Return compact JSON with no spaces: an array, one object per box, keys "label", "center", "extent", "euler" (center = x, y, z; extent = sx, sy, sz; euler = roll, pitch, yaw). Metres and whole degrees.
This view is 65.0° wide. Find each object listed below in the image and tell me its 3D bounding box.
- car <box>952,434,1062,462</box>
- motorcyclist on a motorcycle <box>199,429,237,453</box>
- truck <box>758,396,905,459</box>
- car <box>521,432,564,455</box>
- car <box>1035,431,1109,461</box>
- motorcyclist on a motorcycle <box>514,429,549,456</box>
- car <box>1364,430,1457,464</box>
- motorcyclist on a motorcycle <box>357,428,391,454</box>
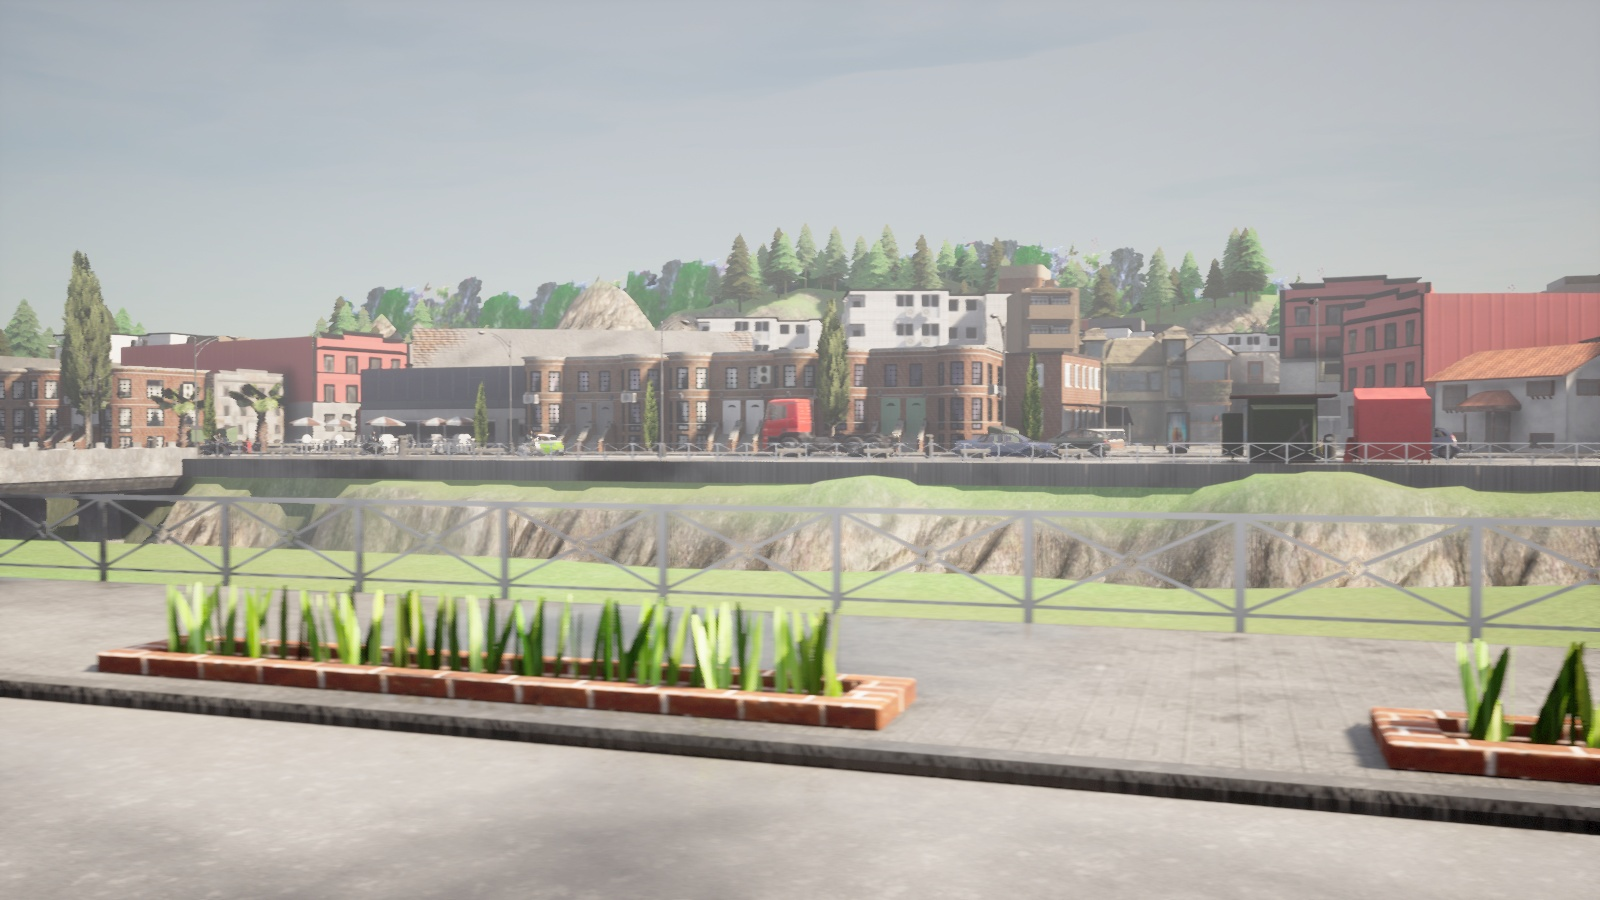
[{"label":"car","center":[10.748,-0.130,65.196],"extent":[5.357,1.411,2.033],"euler":[1,1,19]},{"label":"motorcyclist on a motorcycle","center":[-37.769,-0.586,81.495],"extent":[2.191,1.530,0.866],"euler":[1,1,19]},{"label":"truck","center":[1.831,-1.308,72.396],"extent":[7.936,3.462,2.891],"euler":[1,1,19]},{"label":"car","center":[-16.074,-0.435,78.426],"extent":[2.207,1.376,1.481],"euler":[1,1,19]},{"label":"car","center":[14.751,-0.229,68.068],"extent":[3.705,1.549,1.789],"euler":[1,1,19]},{"label":"motorcyclist on a motorcycle","center":[-15.871,-0.467,74.138],"extent":[1.817,1.590,0.866],"euler":[1,1,19]},{"label":"car","center":[30.464,-0.166,62.788],"extent":[3.988,1.617,1.851],"euler":[1,1,19]},{"label":"motorcyclist on a motorcycle","center":[-26.341,-0.563,77.656],"extent":[1.817,1.590,0.866],"euler":[1,1,19]}]
